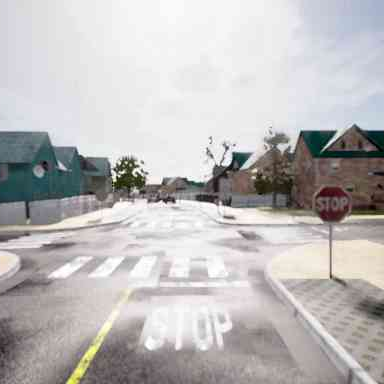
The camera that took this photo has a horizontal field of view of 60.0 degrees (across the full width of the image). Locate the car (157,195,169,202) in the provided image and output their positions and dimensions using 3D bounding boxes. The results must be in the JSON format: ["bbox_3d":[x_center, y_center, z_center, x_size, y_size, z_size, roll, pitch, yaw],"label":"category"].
[{"bbox_3d":[-6.027,1.330,69.587,1.895,1.301,4.718,0,0,-13],"label":"car"}]

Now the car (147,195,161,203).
[{"bbox_3d":[-7.518,1.323,63.295,1.812,1.442,4.674,0,0,-10],"label":"car"}]

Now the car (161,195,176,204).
[{"bbox_3d":[-4.040,1.292,59.661,1.837,1.490,4.892,0,0,-10],"label":"car"}]
